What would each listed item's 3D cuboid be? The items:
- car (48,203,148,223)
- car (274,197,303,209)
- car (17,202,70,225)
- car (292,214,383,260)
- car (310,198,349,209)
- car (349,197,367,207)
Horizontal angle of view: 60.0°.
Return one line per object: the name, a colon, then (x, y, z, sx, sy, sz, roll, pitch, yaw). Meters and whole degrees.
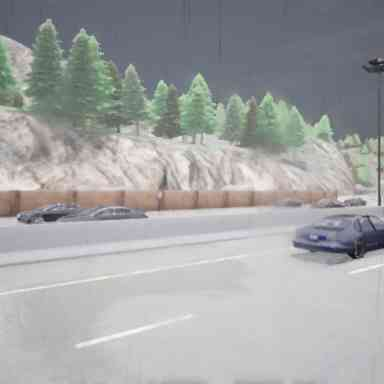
car: (-4.712, 1.475, 17.837, 4.902, 1.511, 2.128, 0, 0, -36)
car: (12.806, 1.441, 43.927, 4.674, 1.442, 1.812, 0, 0, -38)
car: (-9.377, 1.476, 23.106, 4.902, 1.511, 2.128, 0, 0, -36)
car: (6.020, 1.520, 12.349, 5.357, 1.411, 2.033, 0, 0, -36)
car: (14.996, 1.447, 36.803, 4.674, 1.442, 1.812, 0, 0, -38)
car: (23.863, 1.453, 48.556, 4.181, 1.385, 1.994, 0, 0, -41)
